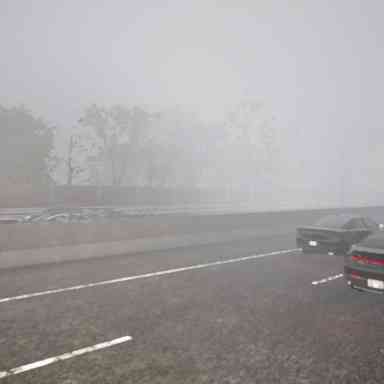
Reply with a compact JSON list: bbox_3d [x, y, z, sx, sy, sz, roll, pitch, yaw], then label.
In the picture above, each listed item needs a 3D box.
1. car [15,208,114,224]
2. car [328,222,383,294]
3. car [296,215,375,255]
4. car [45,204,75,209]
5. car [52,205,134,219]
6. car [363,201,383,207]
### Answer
[{"bbox_3d":[-6.738,1.762,16.516,4.902,1.511,2.128,0,-1,-38],"label":"car"},{"bbox_3d":[5.554,1.585,8.090,4.892,1.490,1.837,0,-1,-38],"label":"car"},{"bbox_3d":[6.107,1.621,12.952,5.008,1.535,1.882,0,-1,-38],"label":"car"},{"bbox_3d":[-9.607,1.731,23.155,4.553,1.767,2.097,0,-1,-38],"label":"car"},{"bbox_3d":[-6.074,1.826,21.465,4.902,1.511,2.128,0,-1,-38],"label":"car"},{"bbox_3d":[29.150,2.126,53.175,4.181,1.385,1.994,0,-1,-38],"label":"car"}]
